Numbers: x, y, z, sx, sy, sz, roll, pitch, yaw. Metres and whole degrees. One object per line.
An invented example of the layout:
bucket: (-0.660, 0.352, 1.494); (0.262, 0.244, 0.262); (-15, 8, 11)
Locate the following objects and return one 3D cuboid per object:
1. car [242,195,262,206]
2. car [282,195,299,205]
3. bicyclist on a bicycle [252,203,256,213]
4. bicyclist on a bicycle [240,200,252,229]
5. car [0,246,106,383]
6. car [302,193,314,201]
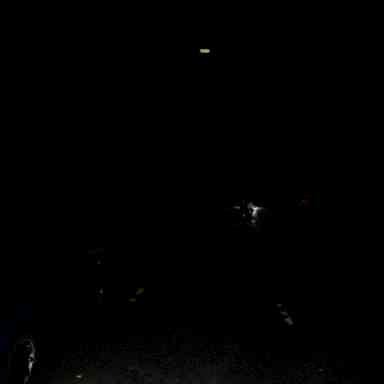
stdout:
car: (8.592, 1.216, 47.155); (1.837, 1.490, 4.892); (2, 1, 27)
car: (16.341, 1.198, 54.972); (1.882, 1.535, 5.008); (2, 2, 28)
bicyclist on a bicycle: (4.629, 1.422, 26.316); (0.866, 1.612, 1.509); (1, 1, 15)
bicyclist on a bicycle: (3.244, 1.463, 20.741); (0.582, 1.620, 1.656); (1, 0, 12)
car: (-2.783, 1.560, 4.955); (1.994, 1.385, 4.181); (0, 0, 3)
car: (24.473, 1.030, 70.075); (1.837, 1.490, 4.892); (2, 2, 29)
